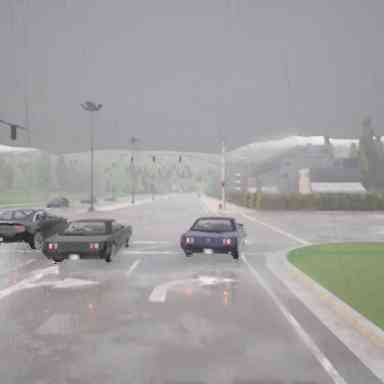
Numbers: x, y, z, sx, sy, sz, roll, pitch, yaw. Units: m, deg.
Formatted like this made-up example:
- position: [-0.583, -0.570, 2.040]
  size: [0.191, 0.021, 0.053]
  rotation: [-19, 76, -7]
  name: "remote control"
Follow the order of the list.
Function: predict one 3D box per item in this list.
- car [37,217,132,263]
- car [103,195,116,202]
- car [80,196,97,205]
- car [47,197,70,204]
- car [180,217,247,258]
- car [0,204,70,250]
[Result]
- position: [-3.406, 1.597, 11.870]
  size: [1.895, 1.301, 4.718]
  rotation: [0, 0, 0]
  name: "car"
- position: [-18.443, 1.501, 74.893]
  size: [1.812, 1.442, 4.674]
  rotation: [0, 0, 0]
  name: "car"
- position: [-18.545, 1.460, 59.793]
  size: [1.882, 1.535, 5.008]
  rotation: [0, 0, 1]
  name: "car"
- position: [-18.582, 1.489, 46.374]
  size: [1.837, 1.490, 4.892]
  rotation: [0, 1, 0]
  name: "car"
- position: [1.013, 1.597, 12.774]
  size: [1.895, 1.301, 4.718]
  rotation: [0, 0, 13]
  name: "car"
- position: [-6.904, 1.487, 14.370]
  size: [2.128, 1.511, 4.902]
  rotation: [0, 0, 0]
  name: "car"
